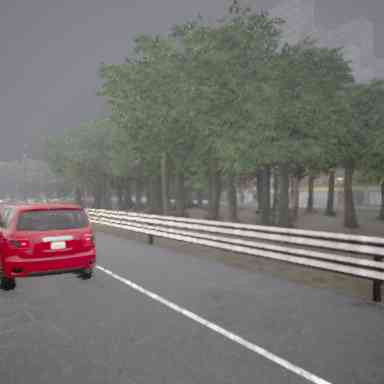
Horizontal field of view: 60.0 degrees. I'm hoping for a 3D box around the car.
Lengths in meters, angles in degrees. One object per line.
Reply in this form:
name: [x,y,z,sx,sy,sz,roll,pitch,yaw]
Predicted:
car: [-4.581,1.334,9.792,2.150,2.045,5.566,1,-1,-35]
